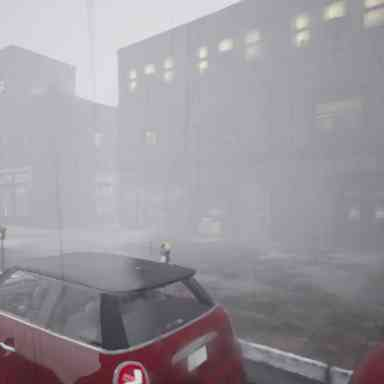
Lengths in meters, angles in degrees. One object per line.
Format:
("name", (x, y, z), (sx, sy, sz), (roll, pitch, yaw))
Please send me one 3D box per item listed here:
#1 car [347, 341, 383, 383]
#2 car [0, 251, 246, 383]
("car", (2.974, 1.309, 0.758), (5.009, 1.841, 2.192), (0, -1, 36))
("car", (-1.532, 1.455, 3.986), (4.097, 1.590, 1.967), (0, -1, 36))
